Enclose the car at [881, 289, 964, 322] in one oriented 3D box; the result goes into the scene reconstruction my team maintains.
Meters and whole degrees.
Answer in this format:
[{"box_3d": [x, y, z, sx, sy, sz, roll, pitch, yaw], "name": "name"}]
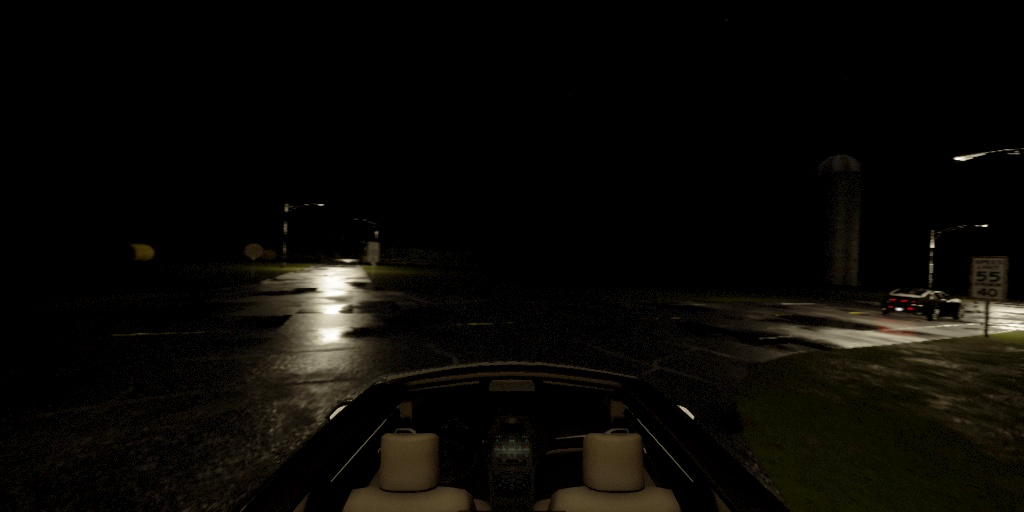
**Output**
[{"box_3d": [21.323, 2.476, 18.633, 4.892, 1.490, 1.837, 3, 0, -23], "name": "car"}]
